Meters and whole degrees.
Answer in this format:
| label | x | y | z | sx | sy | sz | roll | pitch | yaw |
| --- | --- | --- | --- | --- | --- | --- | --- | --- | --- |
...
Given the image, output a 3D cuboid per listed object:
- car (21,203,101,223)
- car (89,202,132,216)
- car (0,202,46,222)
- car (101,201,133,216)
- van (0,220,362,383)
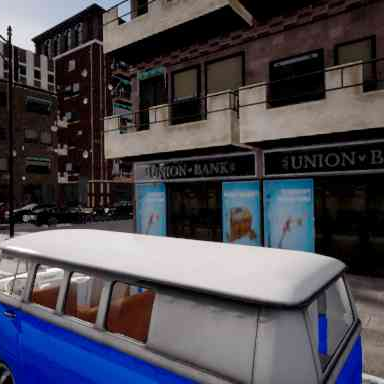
| label | x | y | z | sx | sy | sz | roll | pitch | yaw |
| --- | --- | --- | --- | --- | --- | --- | --- | --- | --- |
| car | -8.691 | 1.583 | 22.357 | 1.947 | 1.339 | 4.313 | -2 | -1 | 36 |
| car | -8.820 | 1.798 | 36.408 | 1.947 | 1.339 | 4.313 | -2 | -1 | 36 |
| car | -12.485 | 1.635 | 26.980 | 1.837 | 1.490 | 4.892 | -1 | -1 | 36 |
| car | -6.940 | 1.675 | 34.581 | 2.128 | 1.511 | 4.902 | -1 | -1 | 36 |
| van | -0.516 | 1.342 | 3.219 | 3.998 | 1.788 | 1.690 | 0 | -1 | 35 |
